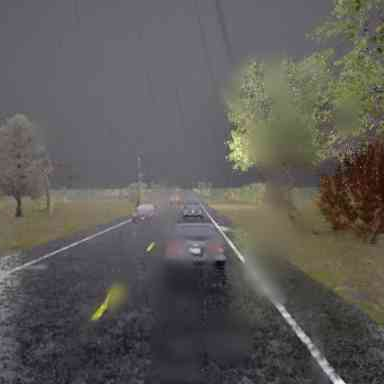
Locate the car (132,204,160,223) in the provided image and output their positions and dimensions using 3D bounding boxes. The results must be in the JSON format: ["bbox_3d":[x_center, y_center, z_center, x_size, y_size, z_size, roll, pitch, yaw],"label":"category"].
[{"bbox_3d":[-3.606,1.672,26.798,1.812,1.442,4.674,0,0,0],"label":"car"}]

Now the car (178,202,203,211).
[{"bbox_3d":[0.091,1.710,30.144,2.033,1.411,5.357,0,0,0],"label":"car"}]

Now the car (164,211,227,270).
[{"bbox_3d":[0.089,1.614,11.288,2.033,1.411,5.357,0,0,0],"label":"car"}]

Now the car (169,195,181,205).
[{"bbox_3d":[-3.518,1.542,68.097,2.150,2.045,5.566,0,0,0],"label":"car"}]
